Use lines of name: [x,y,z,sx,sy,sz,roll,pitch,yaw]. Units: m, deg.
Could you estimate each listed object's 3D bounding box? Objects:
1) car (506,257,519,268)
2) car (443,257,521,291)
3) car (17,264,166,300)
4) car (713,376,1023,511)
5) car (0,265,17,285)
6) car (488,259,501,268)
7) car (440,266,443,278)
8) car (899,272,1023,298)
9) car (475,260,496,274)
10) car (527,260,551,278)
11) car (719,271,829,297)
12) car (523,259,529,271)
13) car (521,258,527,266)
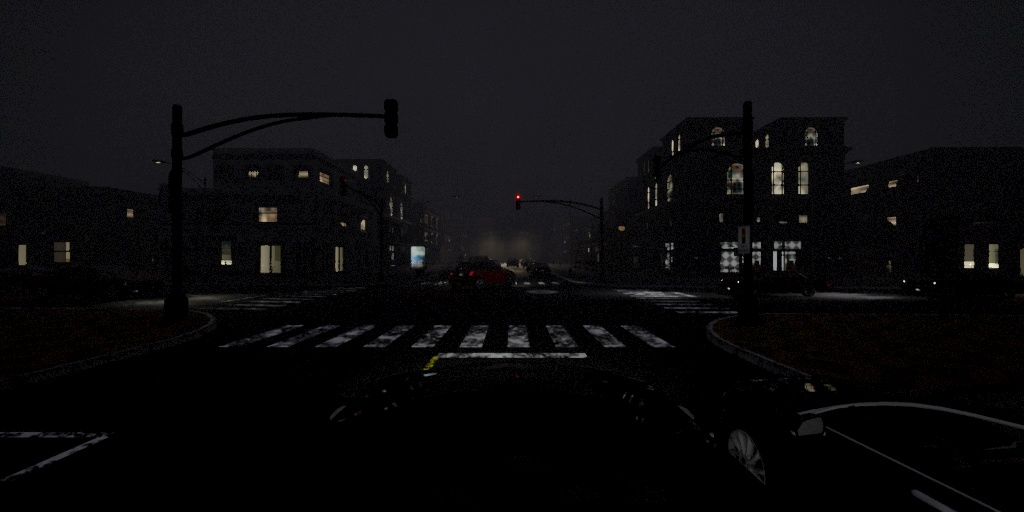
car: [0.100,1.113,63.012,2.097,1.767,4.553,0,0,0]
car: [-1.749,1.104,22.493,2.097,1.767,4.553,0,0,35]
car: [-18.874,1.144,16.468,5.008,1.535,1.882,0,0,1]
car: [2.691,1.300,1.571,2.007,1.370,4.403,0,0,0]
car: [-30.820,1.228,22.439,4.207,1.307,1.802,0,0,1]
car: [-3.050,1.308,63.081,2.033,1.411,5.357,0,0,1]
car: [-5.690,1.336,33.974,1.802,1.307,4.207,0,0,0]
car: [23.750,1.482,19.011,4.718,1.301,1.895,0,0,1]
car: [-3.095,1.247,43.438,2.128,1.511,4.902,0,0,1]
car: [2.691,1.320,33.961,1.948,1.339,4.313,0,0,0]
car: [13.801,1.433,19.158,4.718,1.301,1.895,0,0,1]
car: [2.691,1.338,45.003,1.802,1.307,4.207,0,0,0]
car: [2.690,1.311,61.570,2.007,1.370,4.403,0,0,0]
